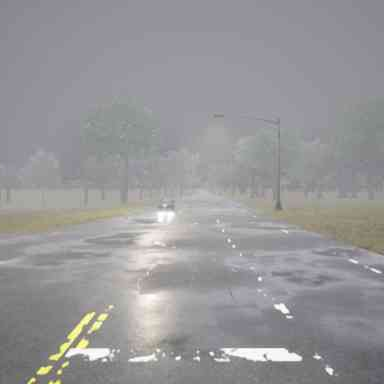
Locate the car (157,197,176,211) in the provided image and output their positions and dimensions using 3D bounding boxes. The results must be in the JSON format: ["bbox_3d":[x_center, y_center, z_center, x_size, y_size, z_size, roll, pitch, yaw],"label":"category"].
[{"bbox_3d":[-2.874,1.317,38.499,2.128,1.511,4.902,0,1,2],"label":"car"}]
